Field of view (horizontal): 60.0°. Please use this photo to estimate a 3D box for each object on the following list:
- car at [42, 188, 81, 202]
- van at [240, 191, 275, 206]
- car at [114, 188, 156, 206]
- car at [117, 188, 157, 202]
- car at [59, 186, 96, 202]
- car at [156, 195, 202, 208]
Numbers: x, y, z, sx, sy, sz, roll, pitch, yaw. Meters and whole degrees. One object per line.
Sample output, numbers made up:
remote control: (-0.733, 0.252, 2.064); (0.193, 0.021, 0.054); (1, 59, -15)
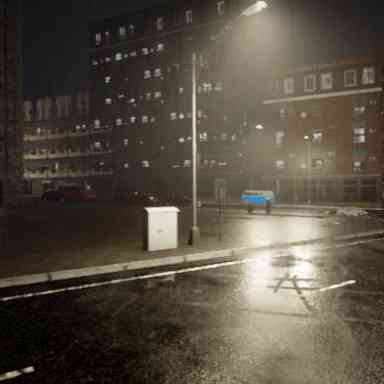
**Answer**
car: (-16.375, 0.564, 40.900); (4.507, 1.381, 1.887); (1, 0, 25)
van: (7.683, 0.743, 38.904); (3.998, 1.788, 1.690); (1, 0, 25)
car: (-6.162, 0.570, 36.127); (5.009, 1.841, 2.192); (1, 0, 25)
car: (-7.620, 0.369, 46.059); (5.009, 1.841, 2.192); (1, 0, 25)
car: (-15.047, 0.218, 43.139); (5.566, 2.045, 2.150); (1, 1, 25)
car: (-1.067, 0.952, 33.741); (4.206, 1.307, 1.802); (1, 0, 25)
